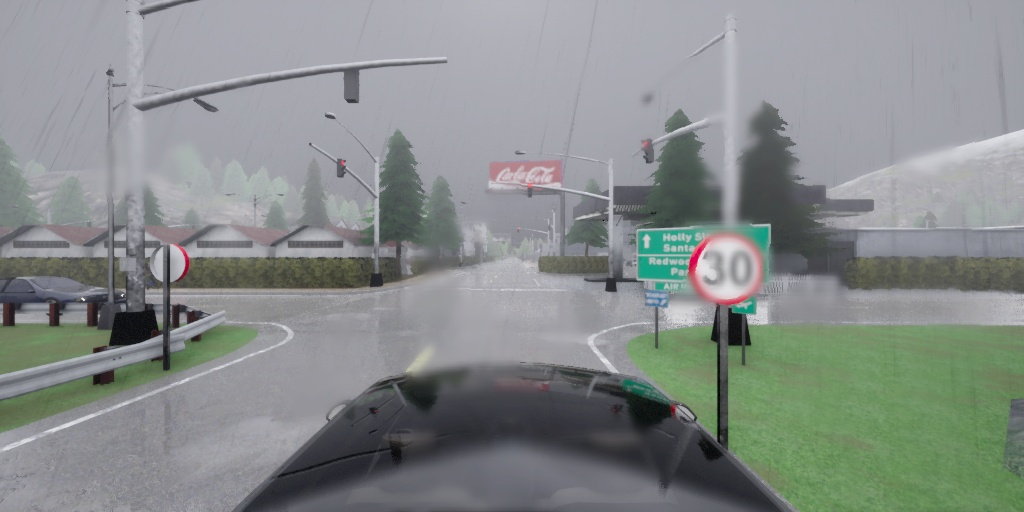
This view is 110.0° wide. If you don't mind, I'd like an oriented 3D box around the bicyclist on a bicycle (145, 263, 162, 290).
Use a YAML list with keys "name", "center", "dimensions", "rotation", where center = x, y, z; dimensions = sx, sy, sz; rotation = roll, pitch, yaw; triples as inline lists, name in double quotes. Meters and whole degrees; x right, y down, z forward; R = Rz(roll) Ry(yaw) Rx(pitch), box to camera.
- name: "bicyclist on a bicycle"
  center: [-21.677, 1.244, 21.354]
  dimensions: [0.582, 1.620, 1.656]
  rotation: [0, 0, 1]

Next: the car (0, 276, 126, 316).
- name: "car"
  center: [-18.324, 1.489, 13.794]
  dimensions: [5.357, 1.411, 2.033]
  rotation: [0, 0, -2]
